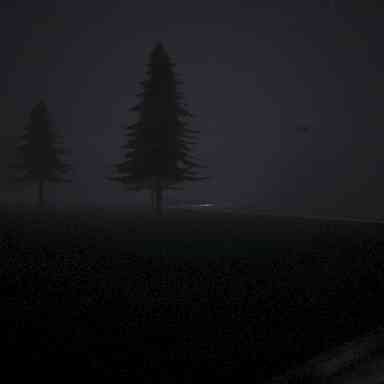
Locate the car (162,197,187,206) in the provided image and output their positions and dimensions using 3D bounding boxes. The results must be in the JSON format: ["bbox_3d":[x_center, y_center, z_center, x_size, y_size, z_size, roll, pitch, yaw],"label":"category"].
[{"bbox_3d":[-3.420,1.583,57.458,1.812,1.442,4.674,0,0,-35],"label":"car"}]

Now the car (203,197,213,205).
[{"bbox_3d":[1.982,1.635,61.937,1.994,1.385,4.181,0,0,-36],"label":"car"}]

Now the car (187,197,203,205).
[{"bbox_3d":[-0.582,1.590,59.506,1.812,1.442,4.674,0,0,-35],"label":"car"}]
